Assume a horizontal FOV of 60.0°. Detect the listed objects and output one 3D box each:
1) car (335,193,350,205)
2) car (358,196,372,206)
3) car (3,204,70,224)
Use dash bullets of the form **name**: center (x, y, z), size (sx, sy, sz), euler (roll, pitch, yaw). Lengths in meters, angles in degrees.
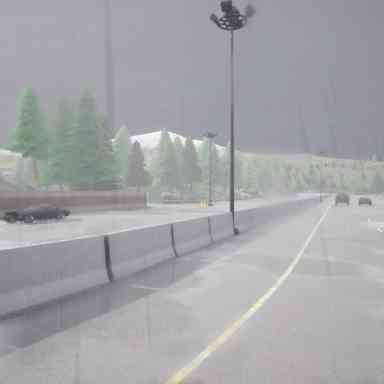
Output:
- **car**: center (25.911, 1.221, 57.363), size (2.150, 2.045, 5.566), euler (0, 0, 24)
- **car**: center (29.398, 1.491, 56.597), size (2.128, 1.511, 4.902), euler (0, 0, 24)
- **car**: center (-11.524, 1.601, 24.948), size (1.895, 1.301, 4.718), euler (0, 0, 24)
